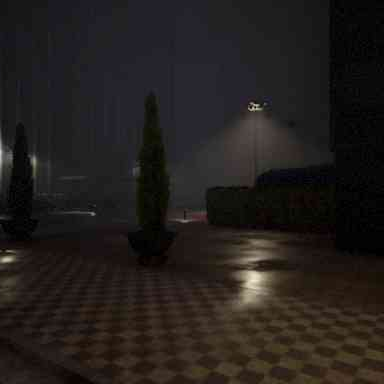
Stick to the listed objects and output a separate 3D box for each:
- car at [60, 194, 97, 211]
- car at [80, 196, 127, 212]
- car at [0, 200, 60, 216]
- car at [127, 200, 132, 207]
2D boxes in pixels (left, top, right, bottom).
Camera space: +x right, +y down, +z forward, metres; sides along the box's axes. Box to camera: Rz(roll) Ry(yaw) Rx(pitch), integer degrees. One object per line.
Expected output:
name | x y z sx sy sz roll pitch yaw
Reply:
car | -14.055 1.221 41.047 2.150 2.045 5.566 0 0 35
car | -10.511 1.505 40.004 1.837 1.490 4.892 0 0 35
car | -15.842 1.505 32.344 1.837 1.490 4.892 0 0 35
car | -8.062 1.491 49.628 2.128 1.511 4.902 0 0 35
